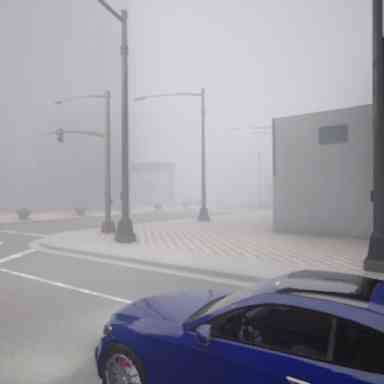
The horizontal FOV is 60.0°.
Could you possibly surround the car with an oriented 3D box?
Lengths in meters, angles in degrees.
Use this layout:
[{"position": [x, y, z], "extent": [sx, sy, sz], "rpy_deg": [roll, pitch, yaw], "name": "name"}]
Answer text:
[{"position": [1.067, 1.537, 3.234], "extent": [4.674, 1.442, 1.812], "rpy_deg": [-1, 0, 36], "name": "car"}]
